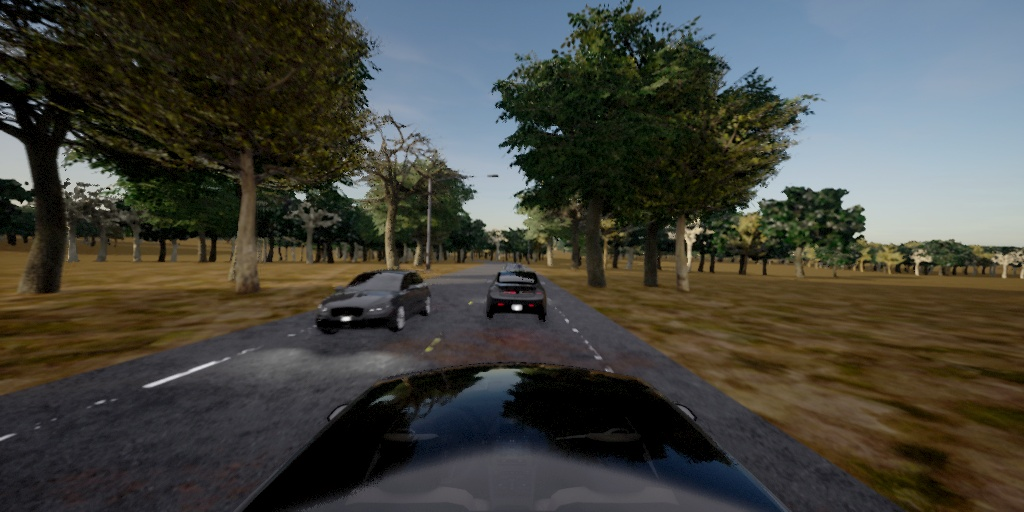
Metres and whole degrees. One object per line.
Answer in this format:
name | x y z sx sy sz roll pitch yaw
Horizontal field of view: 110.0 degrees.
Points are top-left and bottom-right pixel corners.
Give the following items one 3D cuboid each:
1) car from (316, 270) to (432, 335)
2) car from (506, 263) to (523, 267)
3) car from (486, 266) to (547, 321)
car | -3.589 1.157 10.185 1.837 1.490 4.892 -1 -1 0
car | 0.182 1.290 31.251 2.033 1.411 5.357 2 0 0
car | 0.143 1.257 12.550 1.837 1.490 4.892 2 -1 0
